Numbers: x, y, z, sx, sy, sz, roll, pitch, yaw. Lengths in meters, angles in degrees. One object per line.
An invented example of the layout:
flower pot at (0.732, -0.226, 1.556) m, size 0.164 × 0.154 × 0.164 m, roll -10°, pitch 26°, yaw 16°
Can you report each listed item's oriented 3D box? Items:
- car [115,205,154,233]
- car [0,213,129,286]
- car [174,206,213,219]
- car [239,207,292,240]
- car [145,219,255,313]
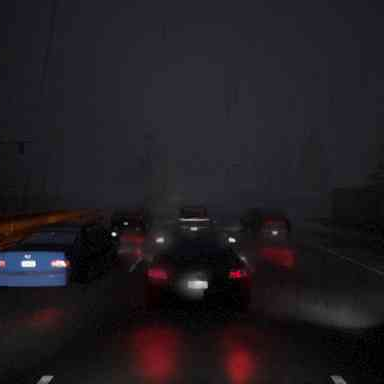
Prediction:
car at (-3.406, 1.472, 19.607) m, size 1.882 × 1.535 × 5.008 m, roll 0°, pitch 0°, yaw 0°
car at (-3.402, 1.545, 9.433) m, size 2.033 × 1.411 × 5.357 m, roll 0°, pitch 0°, yaw 0°
car at (0.093, 1.487, 17.672) m, size 2.128 × 1.511 × 4.902 m, roll 0°, pitch 0°, yaw 0°
car at (3.594, 1.501, 16.834) m, size 1.837 × 1.490 × 4.892 m, roll 0°, pitch 0°, yaw 0°
car at (0.097, 1.562, 7.723) m, size 1.994 × 1.385 × 4.181 m, roll 0°, pitch 0°, yaw 0°
